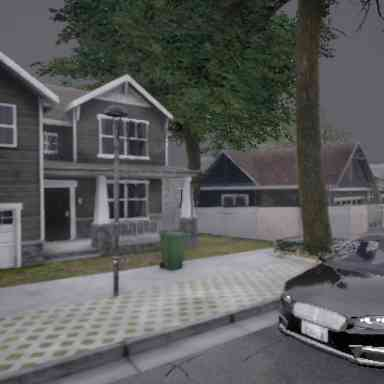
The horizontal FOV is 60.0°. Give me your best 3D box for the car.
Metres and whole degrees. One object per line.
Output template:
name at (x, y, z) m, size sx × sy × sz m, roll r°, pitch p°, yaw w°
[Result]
car at (3.524, 1.527, 5.716) m, size 4.902 × 1.511 × 2.128 m, roll 1°, pitch 0°, yaw -37°
